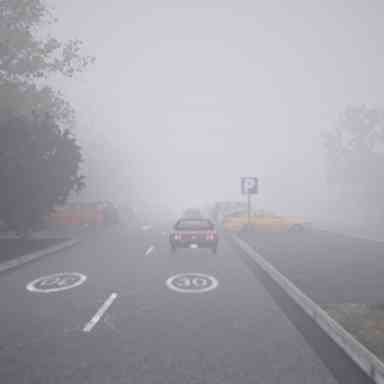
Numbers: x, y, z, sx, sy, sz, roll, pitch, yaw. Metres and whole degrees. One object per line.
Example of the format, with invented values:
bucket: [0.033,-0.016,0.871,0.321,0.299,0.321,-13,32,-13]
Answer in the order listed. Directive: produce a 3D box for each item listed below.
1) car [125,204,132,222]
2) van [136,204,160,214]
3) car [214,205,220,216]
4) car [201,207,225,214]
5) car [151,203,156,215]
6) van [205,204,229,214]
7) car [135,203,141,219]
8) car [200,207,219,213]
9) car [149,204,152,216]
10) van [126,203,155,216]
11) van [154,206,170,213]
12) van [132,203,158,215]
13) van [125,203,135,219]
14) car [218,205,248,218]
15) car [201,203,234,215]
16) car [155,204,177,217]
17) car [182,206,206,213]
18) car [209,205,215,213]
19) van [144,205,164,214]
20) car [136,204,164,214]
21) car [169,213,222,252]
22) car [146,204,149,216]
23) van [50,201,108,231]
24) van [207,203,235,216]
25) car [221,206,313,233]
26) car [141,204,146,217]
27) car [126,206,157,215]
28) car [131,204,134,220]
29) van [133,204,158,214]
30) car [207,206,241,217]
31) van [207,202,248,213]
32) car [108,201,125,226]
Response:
car: [-8.354,2.107,29.325,5.366,1.575,1.946,0,-2,0]
van: [-8.655,3.350,65.172,4.442,1.987,1.878,0,-3,0]
car: [4.534,1.998,26.336,5.008,1.535,2.097,0,-2,0]
car: [4.728,4.165,76.235,5.366,1.575,1.946,0,-3,0]
car: [-8.354,2.947,51.470,5.366,1.575,1.946,0,-2,0]
van: [4.659,3.192,62.386,4.442,1.987,1.878,0,-3,0]
car: [-8.507,2.299,37.632,4.553,1.767,2.185,0,-2,0]
car: [4.572,4.798,87.322,4.792,1.488,2.163,0,-3,0]
car: [-8.533,2.741,45.933,4.892,1.521,2.231,0,-2,0]
van: [-8.421,2.830,54.245,4.442,1.987,1.878,0,-2,0]
van: [-8.420,4.854,92.959,4.442,1.987,1.878,0,-3,0]
van: [-8.422,3.050,59.632,4.442,1.987,1.878,0,-3,0]
van: [-8.656,2.093,34.868,4.442,1.987,1.878,0,-2,0]
car: [4.535,1.910,23.565,4.892,1.521,2.231,0,-2,0]
car: [4.513,3.017,59.616,5.566,2.045,2.435,0,-3,0]
car: [-3.584,2.664,47.417,2.097,1.767,4.553,0,-2,0]
car: [0.088,2.211,31.504,1.837,1.490,4.892,0,-2,0]
car: [4.511,2.334,34.654,4.792,1.488,2.163,0,-2,0]
van: [-8.654,3.949,76.236,4.442,1.987,1.878,0,-3,0]
car: [-8.509,3.474,67.940,5.566,2.045,2.435,0,-3,0]
car: [0.084,1.802,14.767,1.895,1.301,4.718,0,-1,0]
car: [-8.534,2.634,43.164,5.008,1.535,2.097,0,-2,0]
van: [-8.657,1.693,23.676,4.442,1.987,1.878,0,-2,0]
van: [4.658,2.817,54.083,4.442,1.987,1.878,0,-2,0]
car: [4.726,1.824,20.798,5.366,1.575,1.946,0,-2,0]
car: [-8.534,2.524,40.271,5.008,1.535,2.097,0,-2,0]
car: [-8.543,3.160,57.004,5.008,1.535,2.097,0,-2,0]
car: [-8.533,2.215,32.091,4.892,1.521,2.231,0,-2,0]
van: [-8.654,3.207,62.531,4.442,1.987,1.878,0,-3,0]
car: [4.571,2.861,48.523,4.792,1.488,2.163,0,-2,0]
van: [4.424,2.290,40.212,4.442,1.987,1.878,0,-2,0]
car: [-8.567,1.760,26.567,5.566,2.045,2.435,0,-2,0]
